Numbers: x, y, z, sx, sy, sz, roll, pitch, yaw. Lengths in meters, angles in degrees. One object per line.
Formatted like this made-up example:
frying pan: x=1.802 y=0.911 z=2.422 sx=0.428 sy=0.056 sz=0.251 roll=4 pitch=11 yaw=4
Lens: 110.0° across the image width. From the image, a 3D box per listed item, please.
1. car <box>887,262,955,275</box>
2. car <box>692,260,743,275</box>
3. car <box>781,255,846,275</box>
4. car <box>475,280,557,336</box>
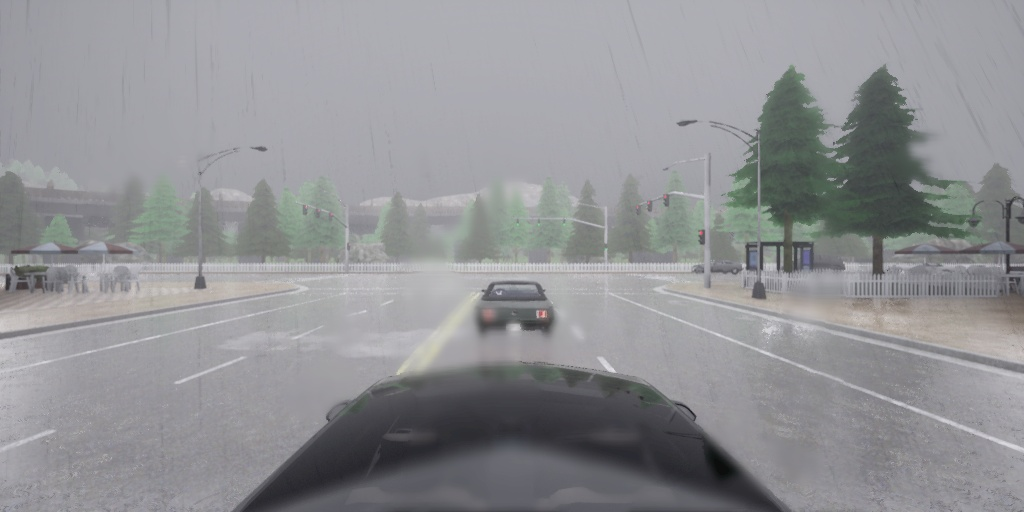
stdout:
car: x=41.806 y=1.293 z=36.710 sx=4.718 sy=1.301 sz=1.895 roll=0 pitch=0 yaw=10
car: x=21.487 y=1.184 z=37.613 sx=4.902 sy=1.511 sz=2.128 roll=0 pitch=0 yaw=0
car: x=31.521 y=0.914 z=37.549 sx=5.566 sy=2.045 sz=2.150 roll=0 pitch=0 yaw=1
car: x=0.072 y=1.350 z=10.385 sx=1.895 sy=1.301 sz=4.718 roll=0 pitch=0 yaw=0
